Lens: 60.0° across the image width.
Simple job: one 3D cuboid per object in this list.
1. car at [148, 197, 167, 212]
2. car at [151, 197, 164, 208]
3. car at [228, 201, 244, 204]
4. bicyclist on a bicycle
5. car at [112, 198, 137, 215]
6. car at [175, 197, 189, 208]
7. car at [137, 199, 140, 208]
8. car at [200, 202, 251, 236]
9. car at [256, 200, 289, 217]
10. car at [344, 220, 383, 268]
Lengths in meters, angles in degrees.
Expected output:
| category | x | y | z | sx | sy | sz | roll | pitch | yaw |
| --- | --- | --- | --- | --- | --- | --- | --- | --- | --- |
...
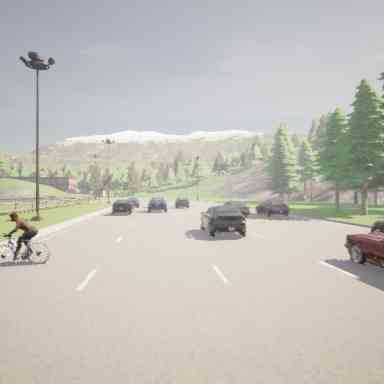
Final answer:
| category | x | y | z | sx | sy | sz | roll | pitch | yaw |
| --- | --- | --- | --- | --- | --- | --- | --- | --- | --- |
| car | -3.947 | 1.352 | 38.021 | 2.097 | 1.767 | 4.553 | 0 | 0 | -6 |
| car | -5.002 | 1.526 | 47.902 | 1.812 | 1.442 | 4.674 | 0 | 0 | -7 |
| car | 3.881 | 1.547 | 30.606 | 2.033 | 1.411 | 5.357 | 0 | 0 | -6 |
| bicyclist on a bicycle | -5.239 | 1.455 | 10.166 | 1.656 | 1.620 | 0.582 | -2 | 1 | -15 |
| car | -7.087 | 1.478 | 34.480 | 1.882 | 1.535 | 5.008 | 0 | -1 | -6 |
| car | -1.483 | 1.488 | 48.006 | 2.128 | 1.511 | 4.902 | 0 | 0 | -6 |
| car | -8.459 | 1.526 | 47.393 | 1.812 | 1.442 | 4.674 | 0 | 0 | -6 |
| car | 1.643 | 1.505 | 18.350 | 1.837 | 1.490 | 4.892 | 0 | 0 | -6 |
| car | 7.373 | 1.490 | 30.849 | 2.128 | 1.511 | 4.902 | 0 | 0 | -6 |
| car | 6.117 | 1.601 | 8.868 | 1.895 | 1.301 | 4.718 | 0 | 0 | -5 |
